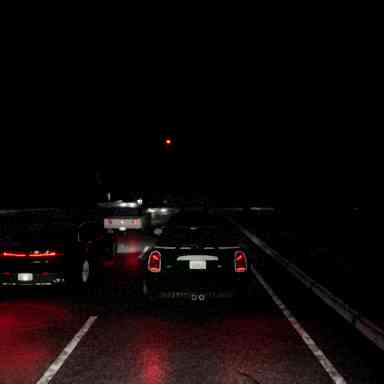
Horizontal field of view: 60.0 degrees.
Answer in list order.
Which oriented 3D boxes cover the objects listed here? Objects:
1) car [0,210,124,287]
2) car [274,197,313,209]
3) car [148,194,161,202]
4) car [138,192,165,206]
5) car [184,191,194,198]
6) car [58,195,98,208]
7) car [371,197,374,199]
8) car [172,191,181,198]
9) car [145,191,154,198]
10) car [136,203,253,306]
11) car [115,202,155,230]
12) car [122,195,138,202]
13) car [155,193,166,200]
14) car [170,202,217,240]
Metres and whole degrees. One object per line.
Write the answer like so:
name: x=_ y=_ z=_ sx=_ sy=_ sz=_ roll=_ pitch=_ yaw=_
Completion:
car: x=-3.400 y=1.468 z=9.210 sx=1.837 sy=1.490 sz=4.892 roll=0 pitch=0 yaw=0
car: x=12.191 y=1.306 z=39.206 sx=4.718 sy=1.301 sz=1.895 roll=0 pitch=1 yaw=-3
car: x=-7.080 y=1.086 z=63.606 sx=1.895 sy=1.301 sz=4.718 roll=0 pitch=1 yaw=0
car: x=-4.983 y=1.155 z=42.358 sx=1.882 sy=1.535 sz=5.008 roll=-1 pitch=1 yaw=-25
car: x=-0.539 y=0.707 z=86.157 sx=1.812 sy=1.442 sz=4.674 roll=0 pitch=1 yaw=-4
car: x=-14.365 y=1.170 z=42.239 sx=4.902 sy=1.511 sz=2.128 roll=0 pitch=1 yaw=-41
car: x=24.104 y=0.922 z=39.881 sx=5.566 sy=2.045 sz=2.150 roll=0 pitch=0 yaw=-3
car: x=-4.014 y=0.692 z=85.661 sx=1.837 sy=1.490 sz=4.892 roll=0 pitch=1 yaw=-4
car: x=-11.092 y=0.526 z=86.819 sx=2.097 sy=1.767 sz=4.553 roll=0 pitch=1 yaw=-3
car: x=0.101 y=1.323 z=8.152 sx=2.097 sy=1.767 sz=4.553 roll=0 pitch=0 yaw=0
car: x=-3.405 y=1.487 z=18.530 sx=1.895 sy=1.301 sz=4.718 roll=0 pitch=1 yaw=0
car: x=-10.601 y=1.151 z=56.898 sx=1.895 sy=1.301 sz=4.718 roll=0 pitch=1 yaw=0
car: x=-7.129 y=0.894 z=74.822 sx=2.033 sy=1.411 sz=5.357 roll=0 pitch=1 yaw=-1
car: x=0.089 y=1.388 z=17.348 sx=2.128 sy=1.511 sz=4.902 roll=0 pitch=0 yaw=1
